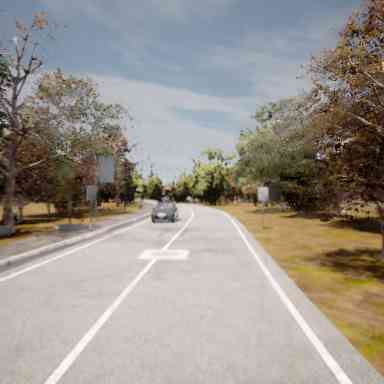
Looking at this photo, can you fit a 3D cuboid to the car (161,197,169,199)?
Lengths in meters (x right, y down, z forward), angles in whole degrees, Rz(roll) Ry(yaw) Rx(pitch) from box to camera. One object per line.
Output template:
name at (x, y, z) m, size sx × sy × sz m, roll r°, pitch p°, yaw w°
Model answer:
car at (-5.517, 1.738, 68.602) m, size 2.128 × 1.511 × 4.902 m, roll 2°, pitch 0°, yaw -14°

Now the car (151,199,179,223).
car at (-2.131, 1.613, 27.001) m, size 2.128 × 1.511 × 4.902 m, roll 0°, pitch 0°, yaw 3°
